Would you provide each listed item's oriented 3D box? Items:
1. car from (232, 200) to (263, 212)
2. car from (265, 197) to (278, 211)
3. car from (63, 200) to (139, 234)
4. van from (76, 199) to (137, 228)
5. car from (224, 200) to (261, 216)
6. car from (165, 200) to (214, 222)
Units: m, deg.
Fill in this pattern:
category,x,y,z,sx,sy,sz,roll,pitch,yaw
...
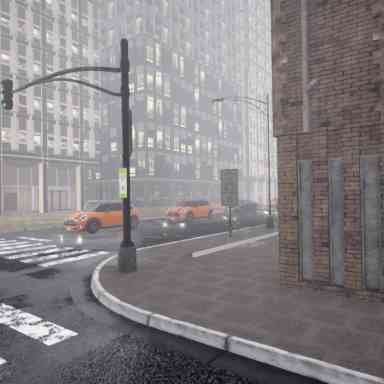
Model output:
category,x,y,z,sx,sy,sz,roll,pitch,yaw
car,6.992,1.689,41.367,1.752,1.417,4.829,-2,-1,36
car,11.075,1.471,42.538,2.097,1.767,4.553,-1,-1,36
car,-5.358,1.416,19.912,2.097,1.767,4.553,-1,-1,37
van,-5.917,1.460,23.512,1.690,1.788,3.998,-2,-1,36
car,5.130,1.590,34.359,2.128,1.511,4.902,-1,-1,36
car,-0.150,1.433,27.066,2.097,1.767,4.553,-1,-1,36
